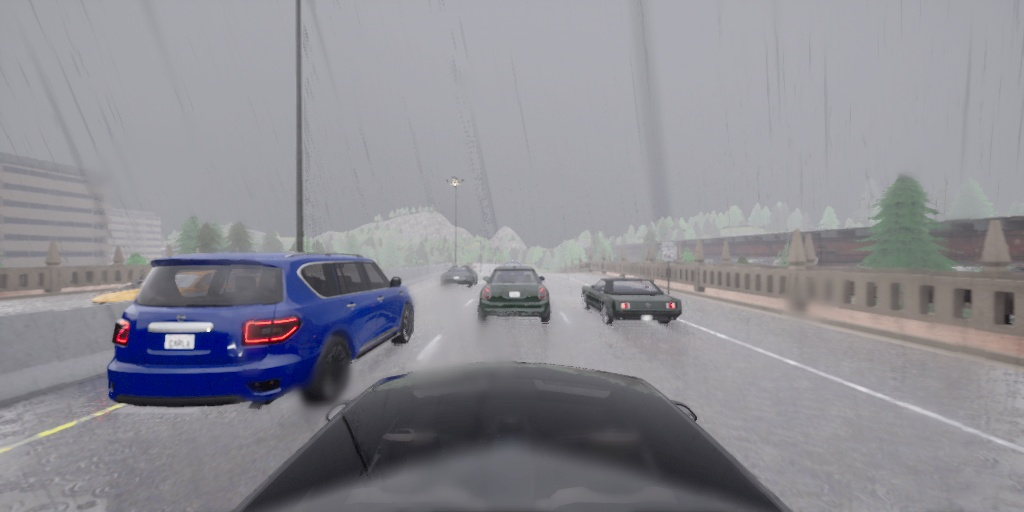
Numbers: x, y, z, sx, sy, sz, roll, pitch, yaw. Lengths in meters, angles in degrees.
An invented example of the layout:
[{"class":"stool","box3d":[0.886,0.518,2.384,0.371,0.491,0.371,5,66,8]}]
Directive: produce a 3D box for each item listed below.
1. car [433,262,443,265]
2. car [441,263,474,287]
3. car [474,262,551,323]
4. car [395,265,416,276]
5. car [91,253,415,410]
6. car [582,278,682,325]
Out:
[{"class":"car","box3d":[-10.664,1.674,52.318,2.097,1.767,4.553,0,-4,0]},{"class":"car","box3d":[-3.441,1.322,24.365,1.994,1.385,4.181,0,0,0]},{"class":"car","box3d":[0.075,1.105,12.230,2.097,1.767,4.553,0,0,0]},{"class":"car","box3d":[-17.650,2.406,59.642,1.837,1.490,4.892,0,-5,0]},{"class":"car","box3d":[-3.414,0.975,6.367,2.150,2.045,5.566,0,0,0]},{"class":"car","box3d":[3.581,1.351,11.736,1.895,1.301,4.718,0,0,0]}]
